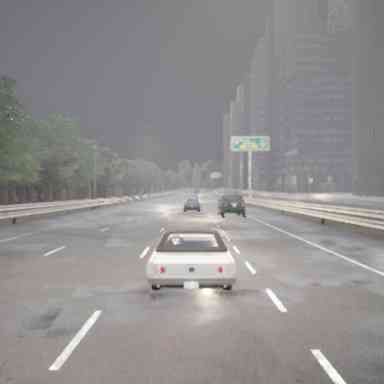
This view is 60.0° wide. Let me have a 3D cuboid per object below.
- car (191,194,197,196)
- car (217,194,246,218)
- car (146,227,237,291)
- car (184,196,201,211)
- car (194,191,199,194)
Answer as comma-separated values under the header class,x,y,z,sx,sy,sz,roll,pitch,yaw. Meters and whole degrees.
class,x,y,z,sx,sy,sz,roll,pitch,yaw
car,0.146,1.490,58.645,1.812,1.442,4.674,0,0,0
car,3.596,1.236,30.832,2.150,2.045,5.566,0,0,0
car,-0.009,1.610,8.985,1.895,1.301,4.718,0,0,0
car,0.030,1.570,40.617,1.994,1.385,4.181,0,0,0
car,0.548,1.226,92.544,1.882,1.535,5.008,0,1,1
